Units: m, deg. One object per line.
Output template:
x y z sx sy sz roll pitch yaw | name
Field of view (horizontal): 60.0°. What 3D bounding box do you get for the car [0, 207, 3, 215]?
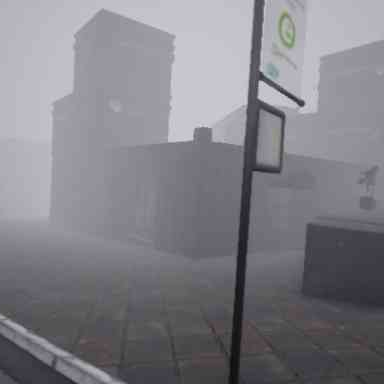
-25.148 2.146 40.869 1.812 1.442 4.674 3 -2 1 | car
